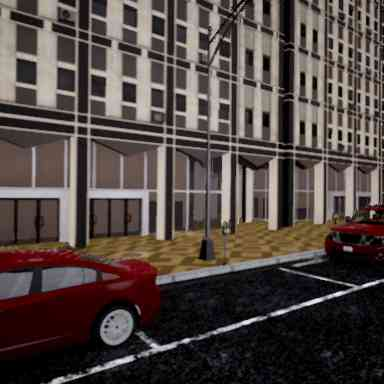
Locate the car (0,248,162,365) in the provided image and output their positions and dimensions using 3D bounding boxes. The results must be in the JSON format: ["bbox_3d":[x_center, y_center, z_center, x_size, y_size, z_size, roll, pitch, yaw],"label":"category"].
[{"bbox_3d":[-2.602,1.547,4.697,4.507,1.381,1.887,0,0,-36],"label":"car"}]

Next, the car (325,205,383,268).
[{"bbox_3d":[6.662,1.378,11.306,5.009,1.841,2.192,0,0,-36],"label":"car"}]
